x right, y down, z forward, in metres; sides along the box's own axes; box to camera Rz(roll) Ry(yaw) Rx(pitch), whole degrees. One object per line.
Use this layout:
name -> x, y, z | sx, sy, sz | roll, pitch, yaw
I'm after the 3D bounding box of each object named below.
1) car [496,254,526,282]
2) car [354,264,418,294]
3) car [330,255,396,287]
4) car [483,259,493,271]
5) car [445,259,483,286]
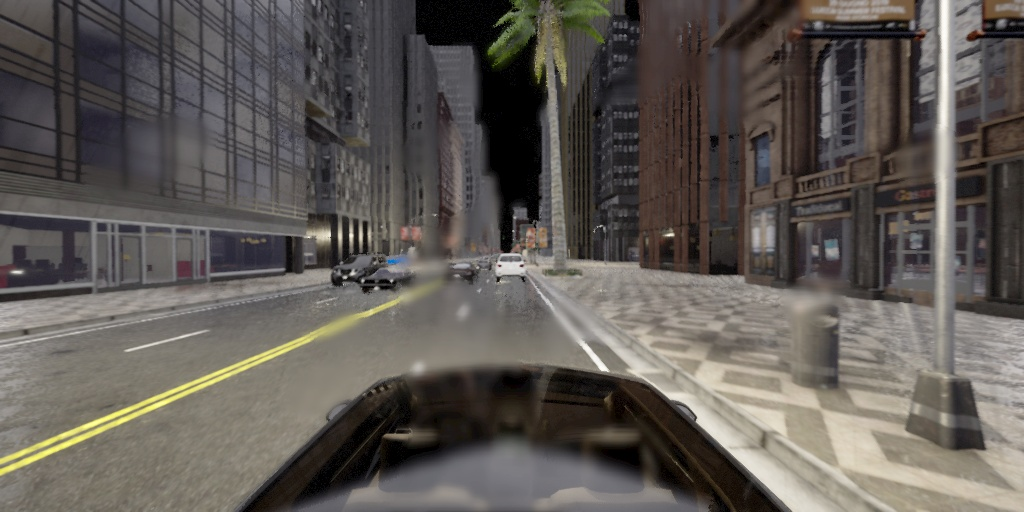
car -> -0.101, 0.856, 28.145 | 2.150, 2.045, 5.566 | 0, 0, 0
car -> -6.733, 1.301, 20.005 | 1.895, 1.301, 4.718 | 0, 0, 0
car -> -10.018, 0.918, 24.233 | 2.150, 2.045, 5.566 | 0, 0, 0
car -> -3.498, 1.072, 46.539 | 2.128, 1.511, 4.902 | 0, 0, 0
car -> -3.321, 1.143, 24.474 | 1.882, 1.535, 5.008 | 0, 0, 0
